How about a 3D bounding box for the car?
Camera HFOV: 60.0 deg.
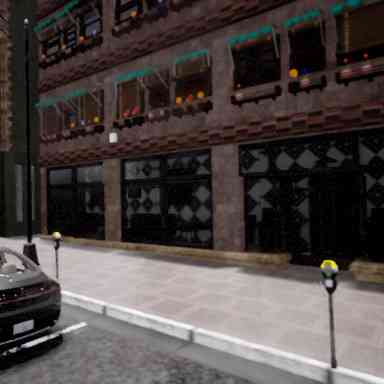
[{"bbox_3d":[-4.051,1.613,5.777,4.403,1.369,2.008,-1,-1,36],"label":"car"}]
